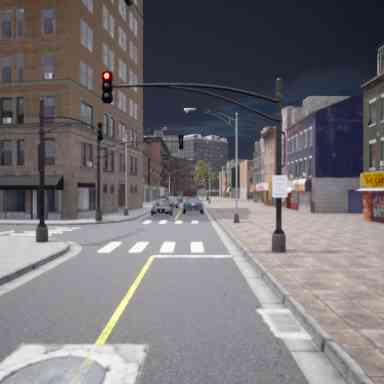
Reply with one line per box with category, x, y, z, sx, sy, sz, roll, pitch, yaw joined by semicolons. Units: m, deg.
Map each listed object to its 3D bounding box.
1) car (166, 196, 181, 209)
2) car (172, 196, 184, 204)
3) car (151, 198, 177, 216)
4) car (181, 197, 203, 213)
car;-2.821;1.344;44.505;2.097;1.767;4.553;0;0;0
car;-2.726;1.544;65.940;2.033;1.411;5.357;0;0;0
car;-2.832;1.556;32.314;1.994;1.385;4.181;0;0;0
car;0.121;1.344;36.694;2.097;1.767;4.553;0;0;0
